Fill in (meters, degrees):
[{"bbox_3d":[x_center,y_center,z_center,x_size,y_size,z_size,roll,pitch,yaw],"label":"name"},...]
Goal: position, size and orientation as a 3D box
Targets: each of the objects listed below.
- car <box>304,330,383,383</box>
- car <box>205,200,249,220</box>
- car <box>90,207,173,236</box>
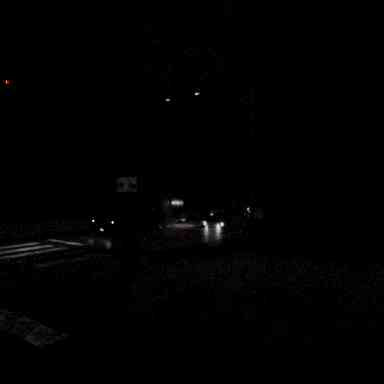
[{"bbox_3d":[2.757,1.315,0.841,5.009,1.841,2.192,0,0,35],"label":"car"},{"bbox_3d":[2.878,1.382,26.674,2.128,1.511,4.902,0,0,35],"label":"car"},{"bbox_3d":[-3.168,1.536,18.159,1.895,1.301,4.718,0,0,35],"label":"car"}]
